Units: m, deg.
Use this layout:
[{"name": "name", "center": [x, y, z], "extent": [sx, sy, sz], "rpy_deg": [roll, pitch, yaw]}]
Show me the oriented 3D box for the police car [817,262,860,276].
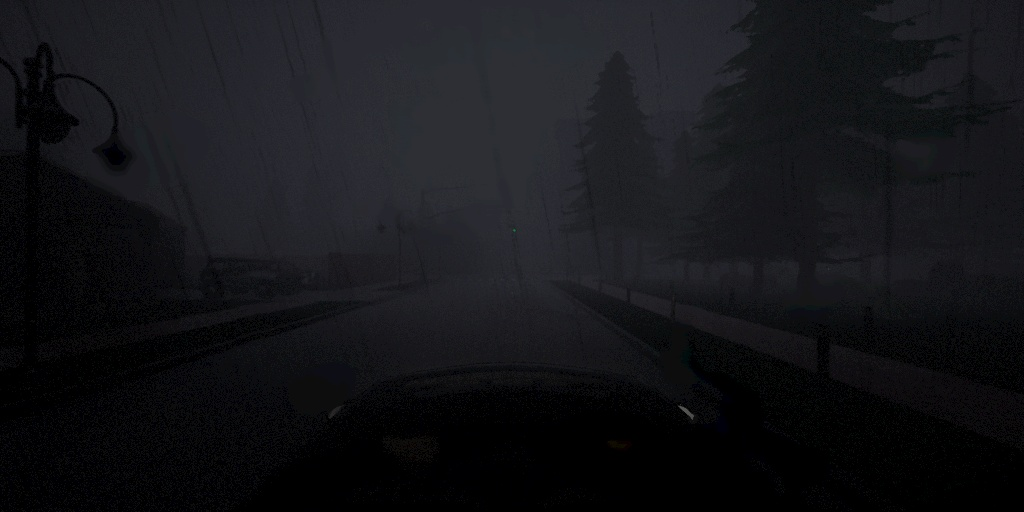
[{"name": "police car", "center": [39.628, 1.583, 43.174], "extent": [4.974, 1.542, 2.038], "rpy_deg": [0, -1, 1]}]
